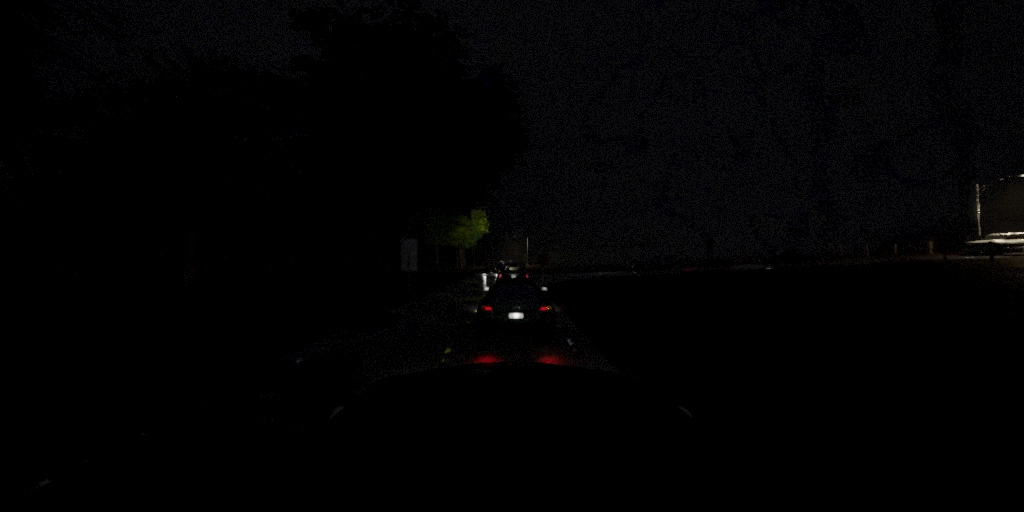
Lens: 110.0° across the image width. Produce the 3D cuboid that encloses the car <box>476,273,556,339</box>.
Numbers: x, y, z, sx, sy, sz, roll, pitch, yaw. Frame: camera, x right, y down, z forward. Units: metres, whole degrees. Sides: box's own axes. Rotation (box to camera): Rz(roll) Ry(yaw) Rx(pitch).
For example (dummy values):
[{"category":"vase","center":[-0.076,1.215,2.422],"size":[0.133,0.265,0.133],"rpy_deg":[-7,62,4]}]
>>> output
[{"category":"car","center":[0.105,1.364,10.286],"size":[1.994,1.385,4.181],"rpy_deg":[0,0,0]}]

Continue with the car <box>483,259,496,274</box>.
[{"category":"car","center":[-2.738,1.558,47.429],"size":[1.837,1.490,4.892],"rpy_deg":[0,0,-2]}]

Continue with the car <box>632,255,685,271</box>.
[{"category":"car","center":[14.217,0.667,34.965],"size":[4.902,1.511,2.128],"rpy_deg":[-3,0,1]}]

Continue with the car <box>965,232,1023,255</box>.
[{"category":"car","center":[47.402,-1.195,34.535],"size":[5.566,2.045,2.150],"rpy_deg":[-2,0,1]}]

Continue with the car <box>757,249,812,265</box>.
[{"category":"car","center":[26.410,0.100,34.836],"size":[4.674,1.442,1.812],"rpy_deg":[-3,0,1]}]

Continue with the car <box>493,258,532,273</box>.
[{"category":"car","center":[0.216,1.232,23.186],"size":[2.097,1.767,4.553],"rpy_deg":[0,0,3]}]

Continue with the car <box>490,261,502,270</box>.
[{"category":"car","center":[-2.734,1.655,63.206],"size":[1.882,1.535,5.008],"rpy_deg":[0,-1,1]}]
